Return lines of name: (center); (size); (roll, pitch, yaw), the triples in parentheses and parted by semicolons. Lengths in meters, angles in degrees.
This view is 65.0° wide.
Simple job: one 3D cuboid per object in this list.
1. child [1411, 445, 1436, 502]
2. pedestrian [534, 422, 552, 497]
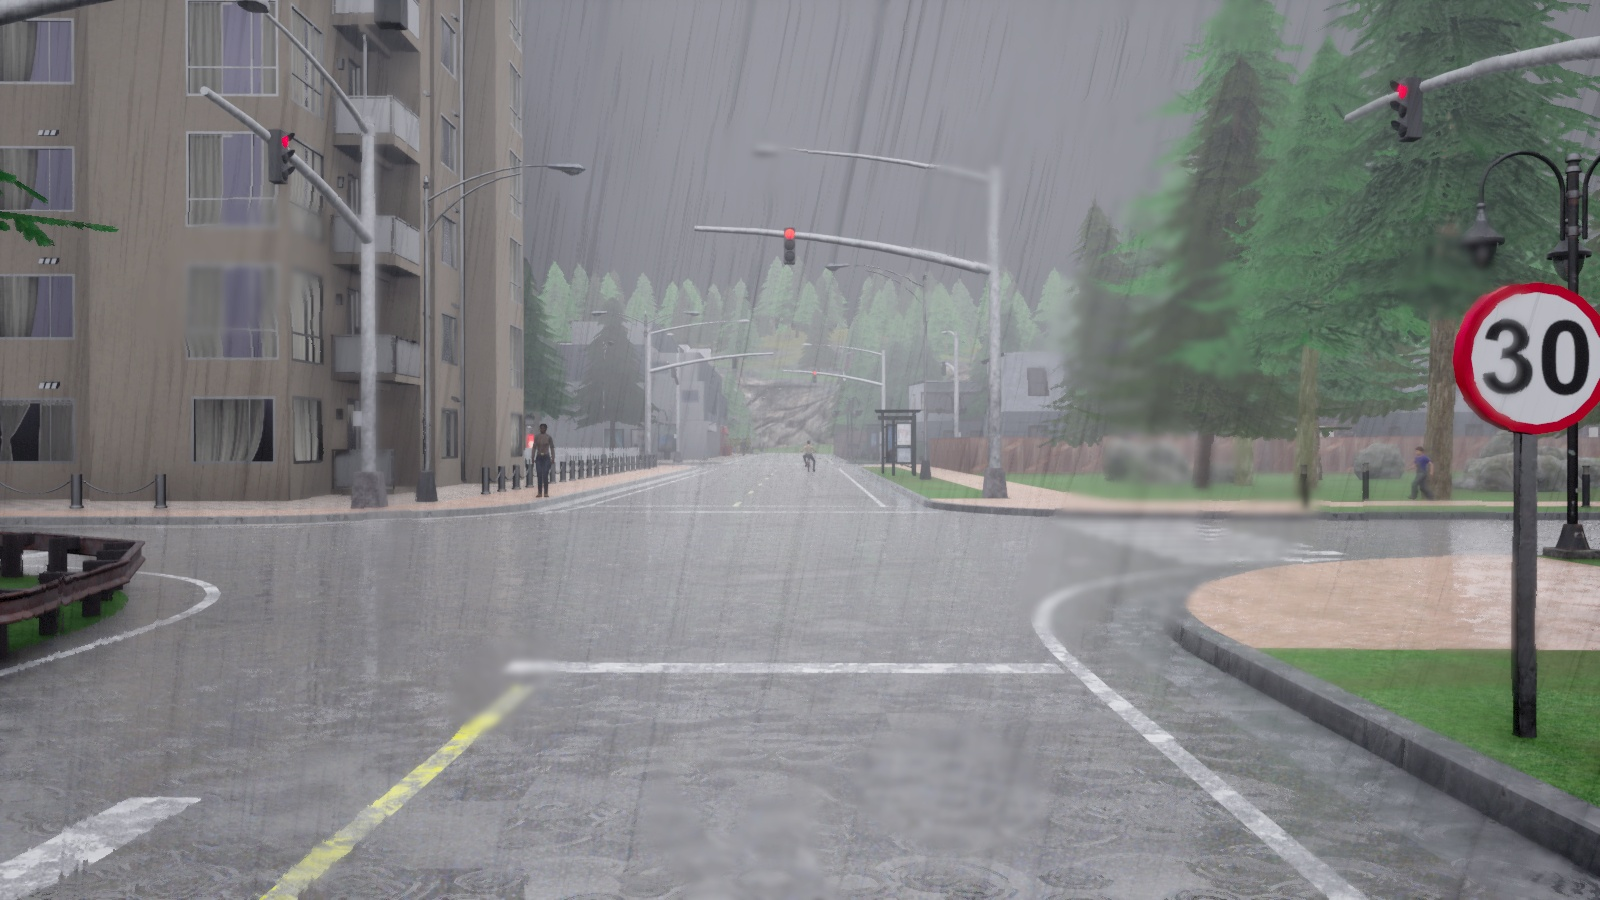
child: (13.845, 0.521, 27.888); (0.437, 1.263, 0.270); (0, 0, -1)
pedestrian: (-6.340, 0.227, 30.944); (0.328, 1.805, 0.869); (0, 0, -5)
